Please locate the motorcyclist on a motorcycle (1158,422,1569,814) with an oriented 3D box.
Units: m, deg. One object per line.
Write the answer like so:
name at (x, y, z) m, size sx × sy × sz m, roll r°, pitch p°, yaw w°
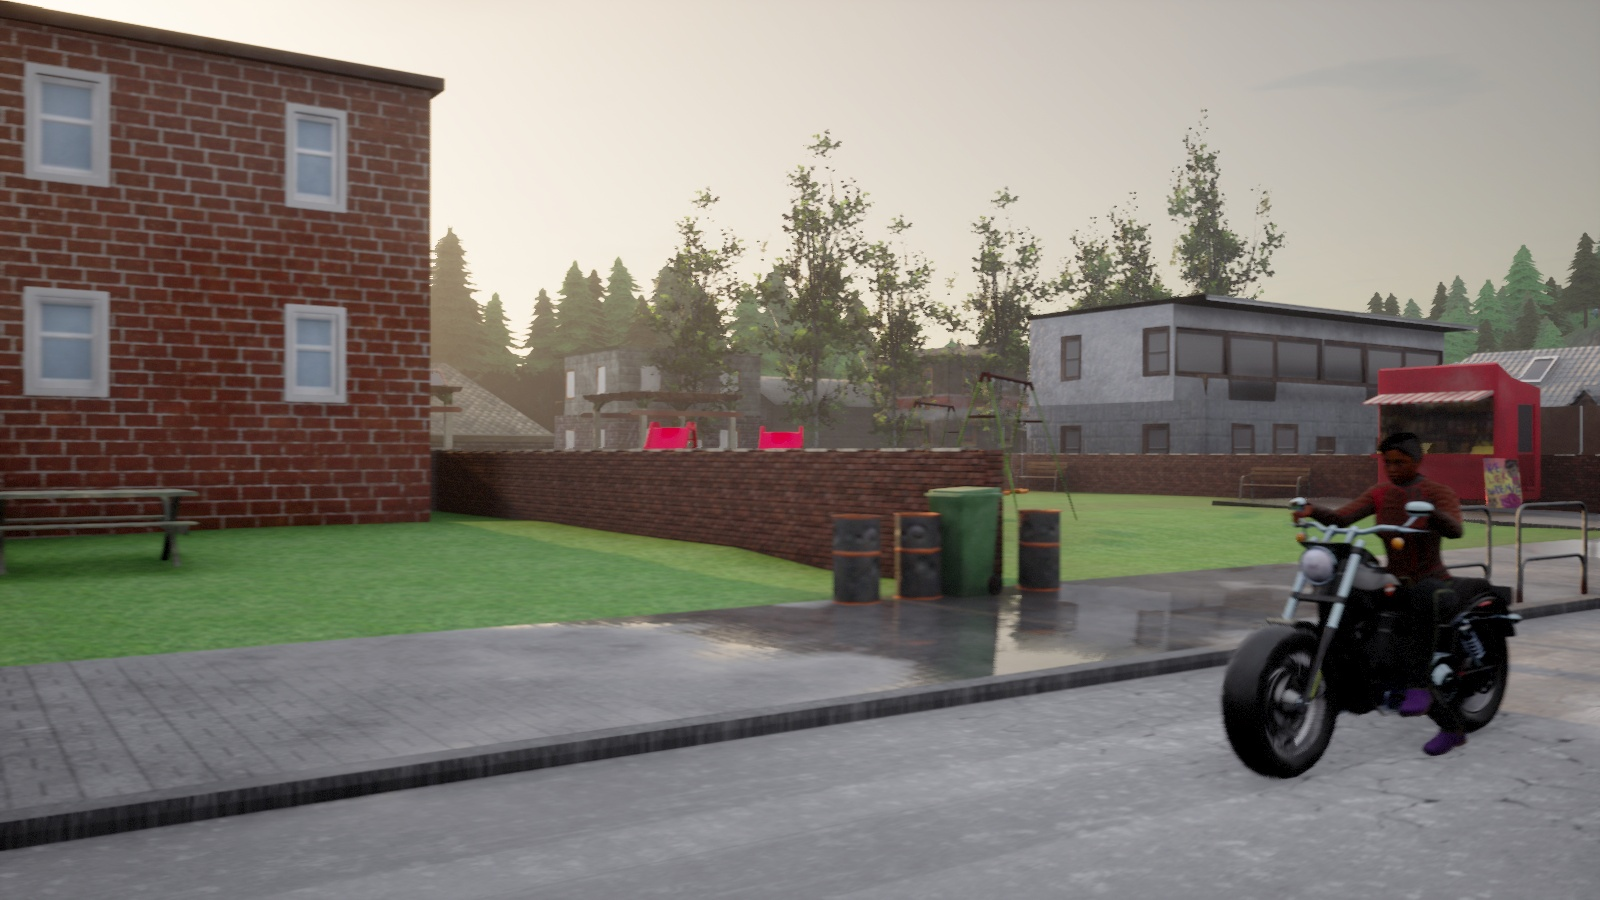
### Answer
motorcyclist on a motorcycle at (2.871, 0.705, 6.270) m, size 2.350 × 1.649 × 0.766 m, roll 0°, pitch 0°, yaw -35°
